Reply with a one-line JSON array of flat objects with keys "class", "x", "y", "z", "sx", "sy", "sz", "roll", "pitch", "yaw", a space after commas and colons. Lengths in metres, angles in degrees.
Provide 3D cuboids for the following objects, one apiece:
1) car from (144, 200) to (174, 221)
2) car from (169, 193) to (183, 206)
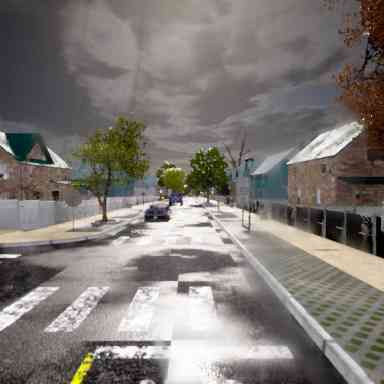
[{"class": "car", "x": -2.742, "y": 1.612, "z": 27.212, "sx": 1.895, "sy": 1.301, "sz": 4.718, "roll": 0, "pitch": 0, "yaw": 0}, {"class": "car", "x": -2.734, "y": 1.200, "z": 57.644, "sx": 2.150, "sy": 2.045, "sz": 5.566, "roll": 0, "pitch": 0, "yaw": 0}]
